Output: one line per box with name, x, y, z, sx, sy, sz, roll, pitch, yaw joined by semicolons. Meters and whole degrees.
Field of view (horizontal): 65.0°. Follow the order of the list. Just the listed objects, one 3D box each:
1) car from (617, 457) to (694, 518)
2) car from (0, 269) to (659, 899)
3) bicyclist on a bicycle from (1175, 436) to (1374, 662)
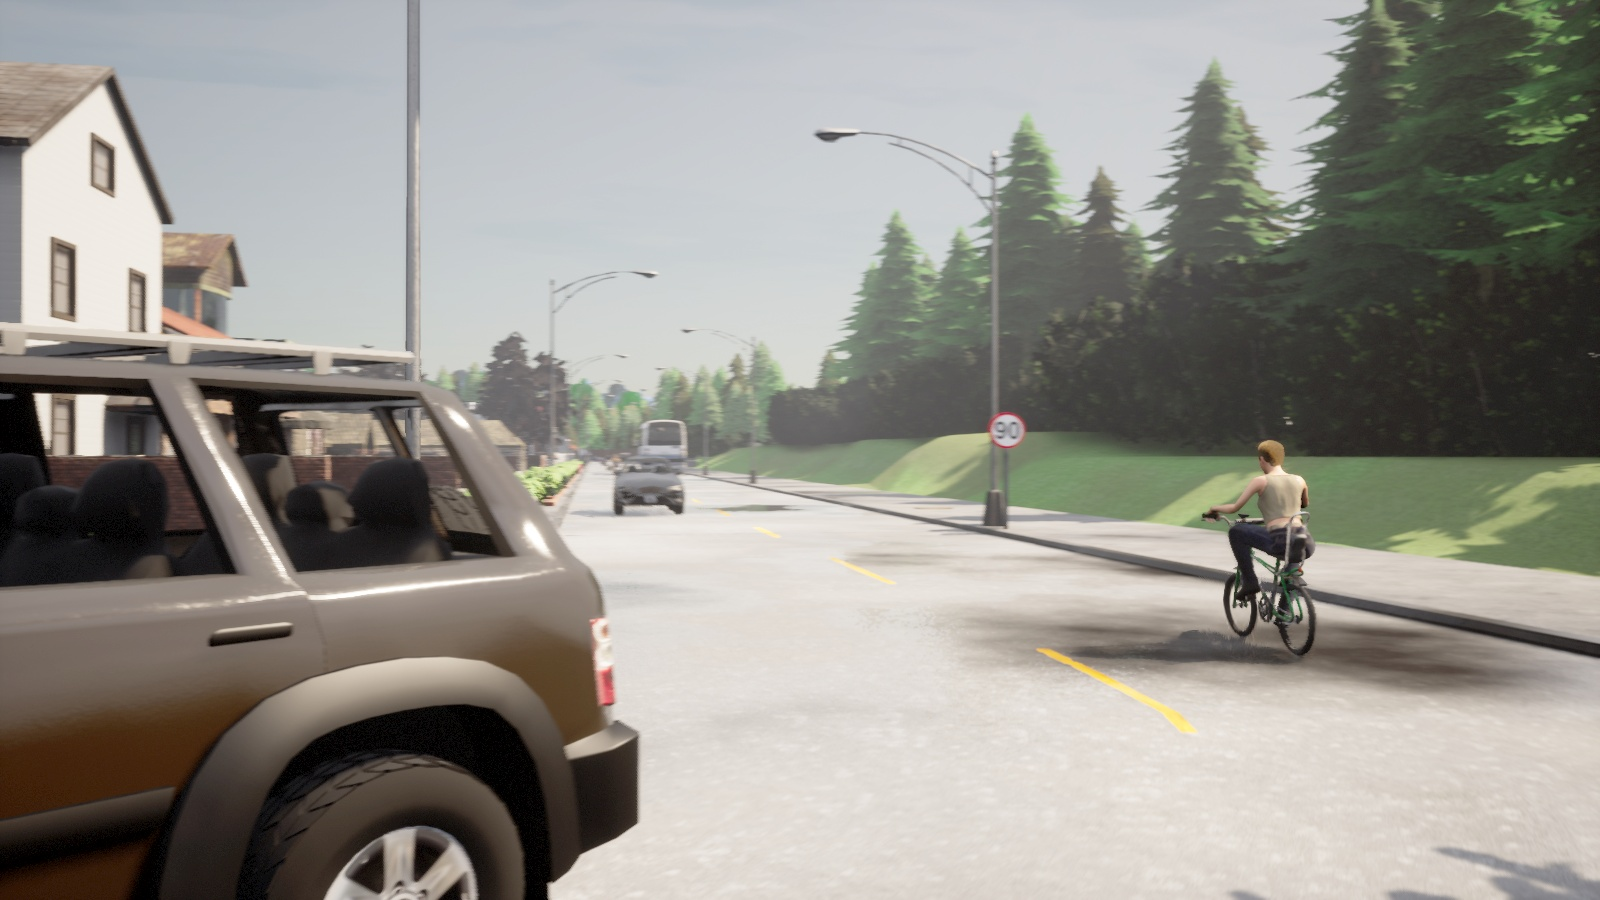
car;-3.811;0.926;32.592;1.816;1.474;4.193;0;0;-9
car;-2.642;0.584;2.435;1.932;1.855;4.605;1;1;41
bicyclist on a bicycle;3.659;0.714;9.823;0.866;1.612;1.509;-1;0;-5
